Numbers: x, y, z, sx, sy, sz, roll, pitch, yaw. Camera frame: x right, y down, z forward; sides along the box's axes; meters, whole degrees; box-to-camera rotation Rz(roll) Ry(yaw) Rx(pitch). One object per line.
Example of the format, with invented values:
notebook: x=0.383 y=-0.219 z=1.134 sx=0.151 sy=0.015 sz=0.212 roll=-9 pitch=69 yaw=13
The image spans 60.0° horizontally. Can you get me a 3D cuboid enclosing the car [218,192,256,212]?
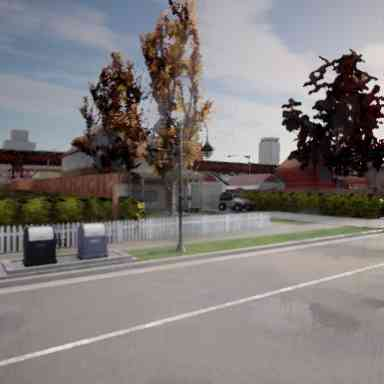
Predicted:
car: x=4.241 y=0.967 z=32.376 sx=1.905 sy=1.878 sz=3.866 roll=0 pitch=0 yaw=-34
